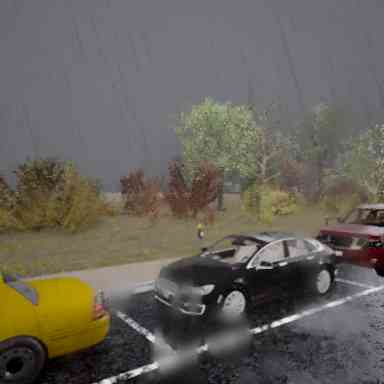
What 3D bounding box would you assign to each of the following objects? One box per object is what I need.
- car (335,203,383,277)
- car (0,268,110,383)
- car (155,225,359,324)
[{"bbox_3d":[5.938,1.310,10.329,5.009,1.841,2.192,0,1,-36],"label":"car"},{"bbox_3d":[-3.404,1.525,3.661,4.829,1.417,1.752,0,1,-36],"label":"car"},{"bbox_3d":[1.336,1.548,7.046,4.403,1.369,2.008,0,1,-36],"label":"car"}]
